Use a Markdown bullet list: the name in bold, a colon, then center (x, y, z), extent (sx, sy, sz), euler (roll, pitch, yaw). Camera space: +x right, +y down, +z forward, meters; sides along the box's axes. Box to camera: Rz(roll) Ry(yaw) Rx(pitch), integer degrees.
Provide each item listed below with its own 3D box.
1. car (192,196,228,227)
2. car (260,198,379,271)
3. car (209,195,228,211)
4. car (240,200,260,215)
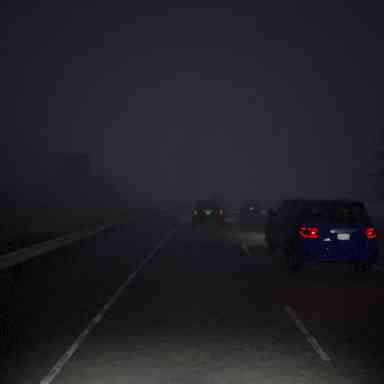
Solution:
- **car**: center (1.162, 1.305, 22.443), extent (2.097, 1.767, 4.553), euler (0, 0, 5)
- **car**: center (3.898, 1.202, 10.987), extent (2.150, 2.045, 5.566), euler (0, 0, 2)
- **car**: center (3.335, 1.267, 40.947), extent (2.097, 1.767, 4.553), euler (0, 0, 8)
- **car**: center (5.733, 1.500, 32.706), extent (1.994, 1.385, 4.181), euler (0, 0, 7)
